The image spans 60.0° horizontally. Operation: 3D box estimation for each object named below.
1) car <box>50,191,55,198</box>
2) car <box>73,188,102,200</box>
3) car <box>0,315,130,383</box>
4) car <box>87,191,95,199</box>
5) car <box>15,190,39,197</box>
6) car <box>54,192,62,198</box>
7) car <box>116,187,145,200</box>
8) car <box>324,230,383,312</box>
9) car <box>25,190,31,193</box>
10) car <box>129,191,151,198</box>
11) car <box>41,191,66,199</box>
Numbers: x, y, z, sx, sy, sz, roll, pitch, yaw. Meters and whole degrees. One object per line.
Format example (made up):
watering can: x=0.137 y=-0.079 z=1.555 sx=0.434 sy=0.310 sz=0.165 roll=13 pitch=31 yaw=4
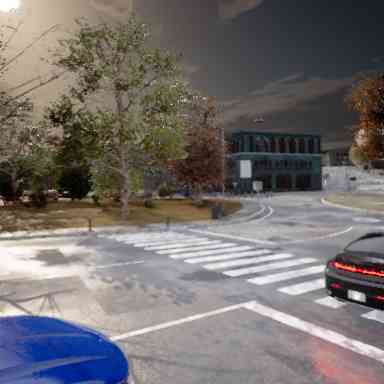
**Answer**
car: x=-26.931 y=0.299 z=68.608 sx=2.435 sy=2.045 sz=5.566 roll=0 pitch=2 yaw=17
car: x=-19.831 y=0.326 z=63.251 sx=2.435 sy=2.045 sz=5.566 roll=-1 pitch=1 yaw=17
car: x=-2.746 y=1.462 z=1.785 sx=5.008 sy=1.535 sz=1.882 roll=1 pitch=-1 yaw=-36
car: x=-17.494 y=0.568 z=61.258 sx=1.946 sy=1.575 sz=5.366 roll=-1 pitch=1 yaw=17
car: x=-38.582 y=0.336 z=77.853 sx=2.097 sy=1.535 sz=5.008 roll=1 pitch=2 yaw=19
car: x=-24.570 y=0.600 z=66.800 sx=2.163 sy=1.488 sz=4.792 roll=0 pitch=2 yaw=17
car: x=-10.288 y=0.236 z=56.110 sx=2.435 sy=2.045 sz=5.566 roll=-1 pitch=1 yaw=16
car: x=4.865 y=1.580 z=7.170 sx=4.892 sy=1.490 sz=1.837 roll=1 pitch=0 yaw=-35
car: x=-36.328 y=0.388 z=75.813 sx=1.946 sy=1.575 sz=5.366 roll=1 pitch=2 yaw=18
car: x=-7.870 y=0.458 z=54.398 sx=2.231 sy=1.521 sz=4.892 roll=-1 pitch=1 yaw=16
car: x=-29.280 y=0.521 z=70.463 sx=2.231 sy=1.521 sz=4.892 roll=0 pitch=2 yaw=18
